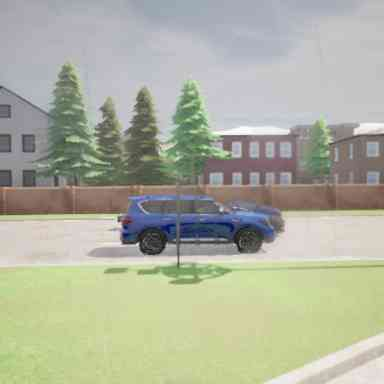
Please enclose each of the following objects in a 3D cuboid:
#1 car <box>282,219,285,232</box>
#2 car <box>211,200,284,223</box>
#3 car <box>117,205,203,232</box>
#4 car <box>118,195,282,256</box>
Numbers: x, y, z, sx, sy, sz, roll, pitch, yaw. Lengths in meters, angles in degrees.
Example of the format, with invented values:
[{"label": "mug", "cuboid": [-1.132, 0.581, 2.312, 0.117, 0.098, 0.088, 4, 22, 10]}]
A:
[{"label": "car", "cuboid": [1.910, 1.368, 15.858, 4.892, 1.490, 1.837, -1, 0, -2]}, {"label": "car", "cuboid": [3.747, 1.314, 22.936, 4.674, 1.442, 1.812, -1, 0, -2]}, {"label": "car", "cuboid": [-1.774, 1.478, 19.222, 4.718, 1.301, 1.895, -1, 0, -2]}, {"label": "car", "cuboid": [0.143, 1.130, 12.283, 5.566, 2.045, 2.150, -1, 0, -2]}]
